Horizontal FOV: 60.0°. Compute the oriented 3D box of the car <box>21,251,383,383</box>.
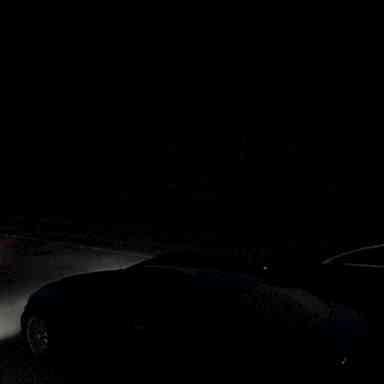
[{"bbox_3d":[-0.233,1.517,4.159,4.674,1.442,1.812,0,0,36],"label":"car"}]

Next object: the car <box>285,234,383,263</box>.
[{"bbox_3d":[3.528,1.490,5.774,4.902,1.511,2.128,0,0,35],"label":"car"}]
